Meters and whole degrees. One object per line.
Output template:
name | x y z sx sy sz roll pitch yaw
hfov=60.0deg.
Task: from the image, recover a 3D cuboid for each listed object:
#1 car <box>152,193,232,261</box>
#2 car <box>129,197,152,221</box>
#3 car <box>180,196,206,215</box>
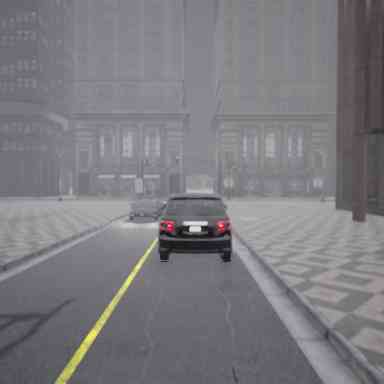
car | 0.095 1.023 11.559 2.150 2.045 5.566 0 1 0
car | -3.091 1.113 22.975 1.837 1.490 4.892 0 1 0
car | 0.099 1.090 27.996 1.994 1.385 4.181 0 1 0
